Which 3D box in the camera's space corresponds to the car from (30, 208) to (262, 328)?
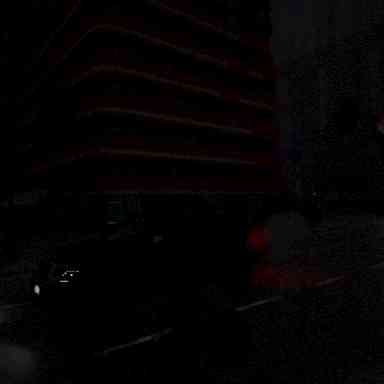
[{"bbox_3d":[-0.711,1.453,7.896,5.566,2.045,2.150,0,-2,-39],"label":"car"}]
